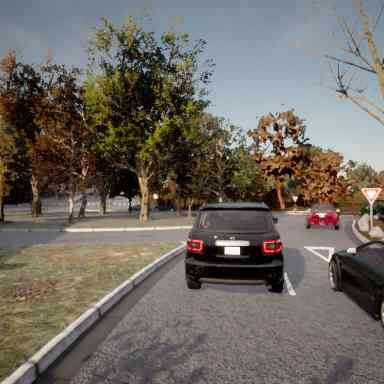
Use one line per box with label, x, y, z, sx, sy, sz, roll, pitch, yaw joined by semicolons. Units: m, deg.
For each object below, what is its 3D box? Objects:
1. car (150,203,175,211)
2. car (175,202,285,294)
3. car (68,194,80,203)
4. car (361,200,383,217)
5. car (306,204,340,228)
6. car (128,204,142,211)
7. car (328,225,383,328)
car;-4.188;2.647;56.938;4.892;1.490;1.837;-1;-2;26
car;1.210;1.269;9.159;2.150;2.045;5.566;0;-1;9
car;-31.236;2.001;86.943;1.946;1.575;5.366;0;2;-11
car;23.196;2.085;41.023;5.566;2.045;2.150;2;-2;-31
car;9.627;1.660;24.270;2.097;1.767;4.553;-1;-1;25
car;-8.912;2.784;60.697;5.357;1.411;2.033;0;-1;1
car;4.089;1.581;6.339;1.994;1.385;4.181;0;0;7
